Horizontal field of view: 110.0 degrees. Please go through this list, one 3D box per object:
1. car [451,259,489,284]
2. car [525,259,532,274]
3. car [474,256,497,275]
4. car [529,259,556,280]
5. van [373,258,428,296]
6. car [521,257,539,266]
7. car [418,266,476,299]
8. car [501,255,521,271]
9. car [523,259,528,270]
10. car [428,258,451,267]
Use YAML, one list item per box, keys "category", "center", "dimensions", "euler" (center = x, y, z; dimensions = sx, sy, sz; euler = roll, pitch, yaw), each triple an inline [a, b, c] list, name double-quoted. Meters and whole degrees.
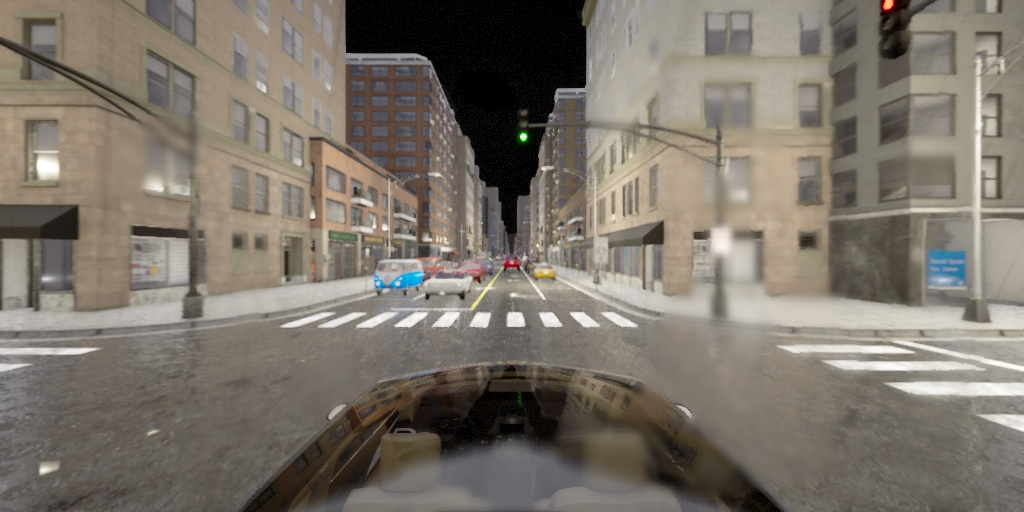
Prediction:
- category: "car"
  center: [-3.087, 1.204, 27.319]
  dimensions: [1.882, 1.535, 5.008]
  euler: [0, 0, 0]
- category: "car"
  center: [2.658, 1.271, 35.653]
  dimensions: [2.007, 1.370, 4.403]
  euler: [0, 0, 0]
- category: "car"
  center: [-3.010, 1.068, 37.494]
  dimensions: [2.097, 1.767, 4.553]
  euler: [0, 0, 0]
- category: "car"
  center: [2.659, 1.251, 30.229]
  dimensions: [1.751, 1.417, 4.829]
  euler: [0, 0, 0]
- category: "van"
  center: [-5.863, 1.073, 18.840]
  dimensions: [1.690, 1.789, 3.998]
  euler: [0, 0, 0]
- category: "car"
  center: [2.654, 1.024, 46.842]
  dimensions: [2.192, 1.841, 5.009]
  euler: [0, 0, 0]
- category: "car"
  center: [-3.085, 1.335, 17.967]
  dimensions: [1.895, 1.301, 4.718]
  euler: [0, 0, -1]
- category: "car"
  center: [-0.013, 0.928, 48.617]
  dimensions: [2.150, 2.045, 5.566]
  euler: [0, 0, 0]
- category: "car"
  center: [2.656, 1.281, 41.247]
  dimensions: [1.948, 1.339, 4.313]
  euler: [0, 0, 0]
- category: "car"
  center: [-5.865, 1.042, 24.437]
  dimensions: [2.192, 1.841, 5.009]
  euler: [0, 0, 0]
